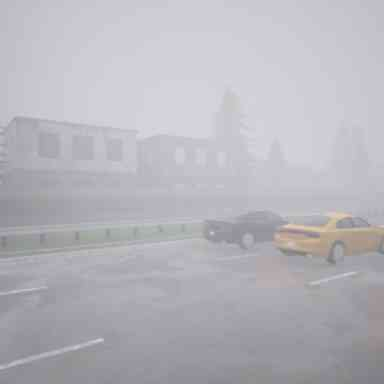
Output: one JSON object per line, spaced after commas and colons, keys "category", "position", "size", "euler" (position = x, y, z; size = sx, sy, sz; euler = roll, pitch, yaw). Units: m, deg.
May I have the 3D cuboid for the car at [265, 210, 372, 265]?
{"category": "car", "position": [5.088, 1.462, 11.717], "size": [5.008, 1.535, 1.882], "euler": [0, 0, -35]}

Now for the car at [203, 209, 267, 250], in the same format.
{"category": "car", "position": [2.804, 1.463, 14.390], "size": [5.008, 1.535, 1.882], "euler": [0, 0, -35]}

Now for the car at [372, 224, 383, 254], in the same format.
{"category": "car", "position": [6.860, 1.512, 8.680], "size": [4.674, 1.442, 1.812], "euler": [1, 0, -36]}
